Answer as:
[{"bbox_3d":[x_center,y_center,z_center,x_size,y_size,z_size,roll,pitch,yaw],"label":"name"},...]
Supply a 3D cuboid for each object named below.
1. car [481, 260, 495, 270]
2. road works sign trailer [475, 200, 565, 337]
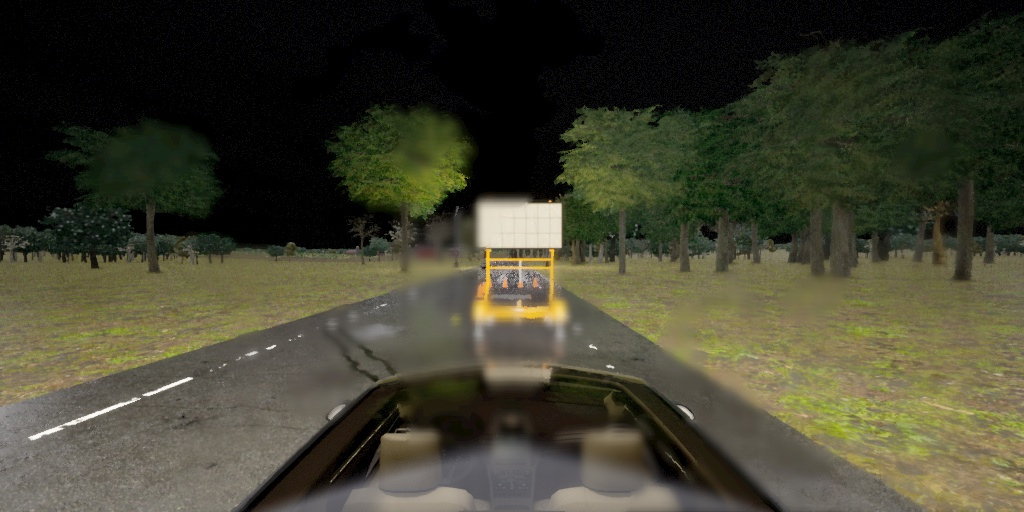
[{"bbox_3d":[-3.400,1.279,51.685,1.837,1.490,4.892,0,0,0],"label":"car"},{"bbox_3d":[0.240,0.210,10.246,2.380,3.560,2.880,0,0,2],"label":"road works sign trailer"}]
